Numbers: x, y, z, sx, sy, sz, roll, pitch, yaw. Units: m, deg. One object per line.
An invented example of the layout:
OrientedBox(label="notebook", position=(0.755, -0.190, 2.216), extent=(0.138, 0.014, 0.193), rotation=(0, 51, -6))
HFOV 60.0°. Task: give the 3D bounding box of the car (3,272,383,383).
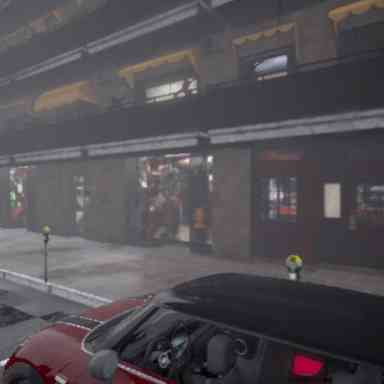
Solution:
OrientedBox(label="car", position=(0.211, 1.433, 2.726), extent=(4.097, 1.590, 1.967), rotation=(0, 0, 35))
